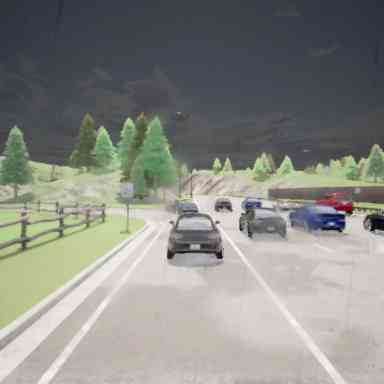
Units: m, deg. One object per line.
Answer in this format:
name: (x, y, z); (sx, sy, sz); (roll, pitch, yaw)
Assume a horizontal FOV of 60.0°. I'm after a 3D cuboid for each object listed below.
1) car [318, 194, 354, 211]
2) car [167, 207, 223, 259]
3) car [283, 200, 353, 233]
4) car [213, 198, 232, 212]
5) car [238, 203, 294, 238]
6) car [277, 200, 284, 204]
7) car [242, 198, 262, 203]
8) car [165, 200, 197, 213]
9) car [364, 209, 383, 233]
car: (14.094, 1.192, 33.337); (2.150, 2.045, 5.566); (0, 0, 0)
car: (0.098, 1.514, 12.488); (1.812, 1.442, 4.674); (0, 0, 0)
car: (7.097, 1.460, 19.374); (1.882, 1.535, 5.008); (0, 0, 0)
car: (3.593, 1.469, 39.070); (1.837, 1.490, 4.892); (0, 0, 0)
car: (3.597, 1.510, 17.421); (1.812, 1.442, 4.674); (0, 0, 0)
car: (10.593, 1.567, 37.758); (1.895, 1.301, 4.718); (0, 0, 0)
car: (7.093, 1.441, 39.843); (1.882, 1.535, 5.008); (0, 0, 0)
car: (-1.137, 1.516, 33.728); (2.033, 1.411, 5.357); (0, 0, -23)
car: (10.596, 1.477, 16.824); (2.128, 1.511, 4.902); (0, 0, 0)
